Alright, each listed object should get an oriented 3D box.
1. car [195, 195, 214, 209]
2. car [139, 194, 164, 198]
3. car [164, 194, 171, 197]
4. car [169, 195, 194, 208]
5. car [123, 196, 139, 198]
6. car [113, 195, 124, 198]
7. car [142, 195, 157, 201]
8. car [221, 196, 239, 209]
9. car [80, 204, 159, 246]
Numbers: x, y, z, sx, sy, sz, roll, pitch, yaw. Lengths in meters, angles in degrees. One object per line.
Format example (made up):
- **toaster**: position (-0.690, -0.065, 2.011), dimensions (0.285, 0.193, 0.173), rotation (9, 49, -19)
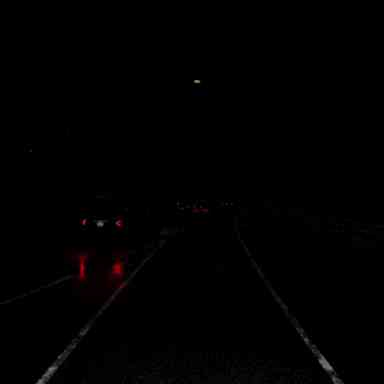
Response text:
- **car**: position (1.941, 1.566, 47.229), dimensions (1.812, 1.442, 4.674), rotation (1, 0, 15)
- **car**: position (-7.766, 1.454, 64.794), dimensions (2.128, 1.511, 4.902), rotation (1, 0, 16)
- **car**: position (-6.991, 1.315, 80.842), dimensions (2.097, 1.767, 4.553), rotation (1, 0, 15)
- **car**: position (-1.429, 1.569, 48.173), dimensions (1.994, 1.385, 4.181), rotation (1, 0, 15)
- **car**: position (-11.163, 1.434, 65.627), dimensions (1.812, 1.442, 4.674), rotation (1, 0, 15)
- **car**: position (-14.558, 1.394, 66.480), dimensions (2.128, 1.511, 4.902), rotation (1, 0, 15)
- **car**: position (-10.385, 1.449, 81.706), dimensions (1.812, 1.442, 4.674), rotation (1, 0, 15)
- **car**: position (5.317, 1.623, 46.305), dimensions (2.033, 1.411, 5.357), rotation (1, 0, 15)
- **car**: position (-3.142, 1.325, 15.428), dimensions (2.097, 1.767, 4.553), rotation (1, 0, 15)
